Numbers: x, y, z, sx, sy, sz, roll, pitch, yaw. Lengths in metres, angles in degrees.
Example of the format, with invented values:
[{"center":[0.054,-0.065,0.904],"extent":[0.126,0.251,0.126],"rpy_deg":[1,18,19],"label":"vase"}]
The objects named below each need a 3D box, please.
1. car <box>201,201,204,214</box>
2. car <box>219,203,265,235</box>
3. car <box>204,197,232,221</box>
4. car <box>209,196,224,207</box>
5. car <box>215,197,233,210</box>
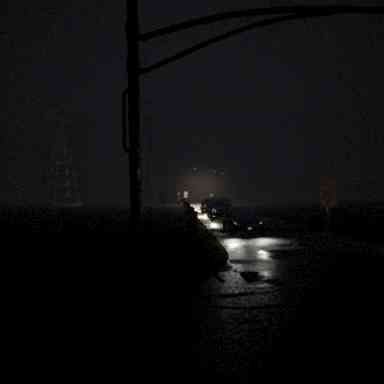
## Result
[{"center":[2.165,1.603,39.389],"extent":[2.097,1.767,4.553],"rpy_deg":[-1,0,-2],"label":"car"},{"center":[2.933,1.633,19.657],"extent":[1.812,1.442,4.674],"rpy_deg":[-1,0,-2],"label":"car"},{"center":[2.550,1.531,29.323],"extent":[2.097,1.767,4.553],"rpy_deg":[-1,0,-2],"label":"car"},{"center":[4.236,1.681,58.893],"extent":[2.097,1.767,4.553],"rpy_deg":[-1,0,-2],"label":"car"},{"center":[4.662,1.613,49.077],"extent":[2.097,1.767,4.553],"rpy_deg":[-1,0,-2],"label":"car"}]
